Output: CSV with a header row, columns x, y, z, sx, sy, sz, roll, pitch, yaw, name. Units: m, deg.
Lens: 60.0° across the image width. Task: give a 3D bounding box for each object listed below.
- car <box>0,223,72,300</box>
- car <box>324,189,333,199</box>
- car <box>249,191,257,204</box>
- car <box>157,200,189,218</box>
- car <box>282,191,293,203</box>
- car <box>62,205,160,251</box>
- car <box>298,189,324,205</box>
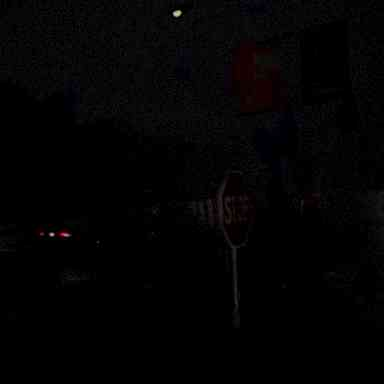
x,y,z,sx,sy,sz,roll,pitch,yaw,name
-5.042,1.574,5.845,2.033,1.411,5.357,-3,-1,29,car
21.108,0.354,52.611,1.837,1.490,4.892,-3,0,29,car
7.769,0.887,48.935,2.150,2.045,5.566,-3,0,29,car
-2.098,1.543,31.464,2.128,1.511,4.902,-3,0,29,car
14.260,0.575,47.034,2.097,1.767,4.553,-3,0,29,car
-3.938,1.580,14.469,2.033,1.411,5.357,-3,0,29,car
14.028,0.568,39.965,2.097,1.767,4.553,-3,0,29,car
